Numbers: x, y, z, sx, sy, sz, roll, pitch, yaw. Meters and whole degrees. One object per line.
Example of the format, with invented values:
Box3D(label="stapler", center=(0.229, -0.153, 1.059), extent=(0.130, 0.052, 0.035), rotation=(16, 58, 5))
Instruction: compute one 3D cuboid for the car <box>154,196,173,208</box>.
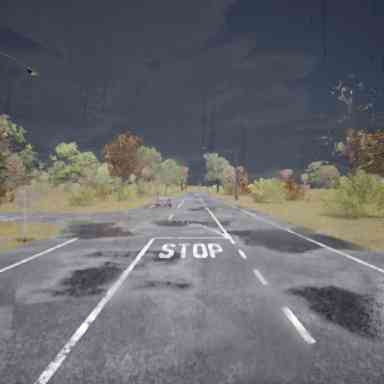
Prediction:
Box3D(label="car", center=(-3.429, 1.194, 40.806), extent=(1.812, 1.442, 4.674), rotation=(0, 1, 0))
